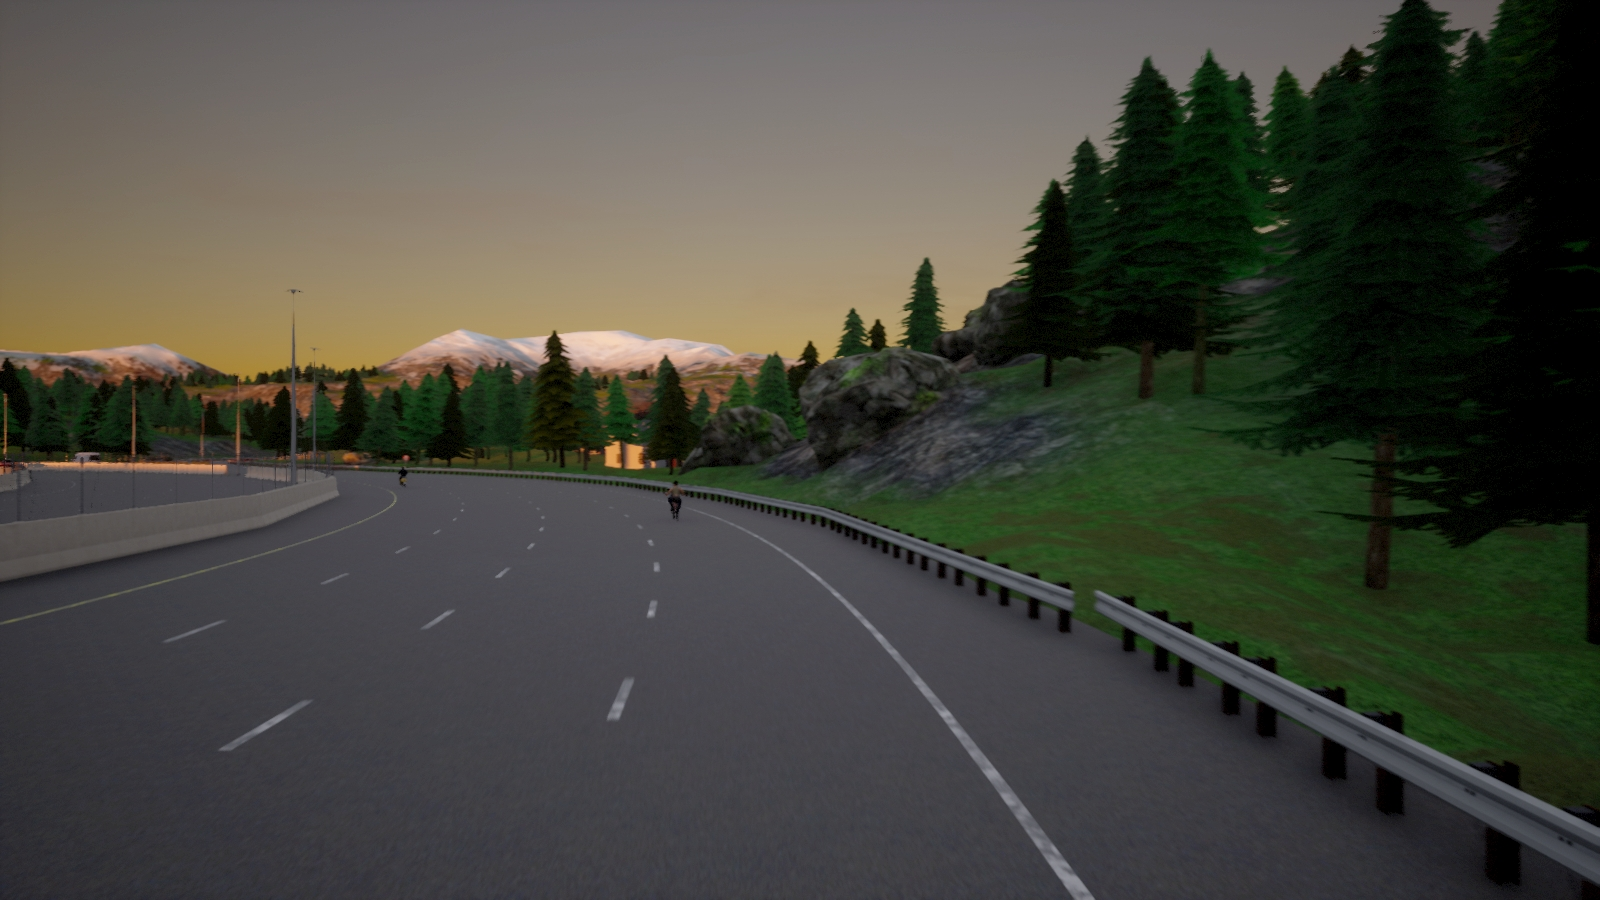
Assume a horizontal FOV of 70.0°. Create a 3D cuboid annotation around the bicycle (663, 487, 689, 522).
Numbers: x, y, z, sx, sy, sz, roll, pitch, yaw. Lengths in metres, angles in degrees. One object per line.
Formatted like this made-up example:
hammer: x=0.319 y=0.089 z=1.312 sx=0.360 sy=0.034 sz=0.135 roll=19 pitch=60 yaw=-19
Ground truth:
bicycle: x=-4.968 y=2.157 z=45.557 sx=0.859 sy=1.295 sz=1.487 roll=0 pitch=0 yaw=-13
